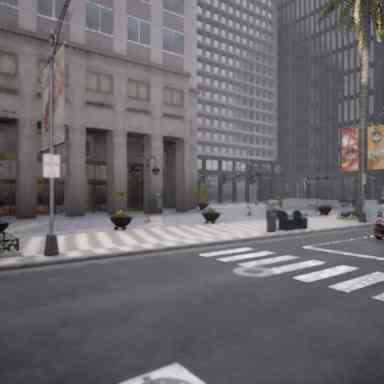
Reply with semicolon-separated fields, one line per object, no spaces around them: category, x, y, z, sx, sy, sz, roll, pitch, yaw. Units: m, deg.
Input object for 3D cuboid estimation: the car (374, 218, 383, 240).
car;10.599;1.472;15.807;5.008;1.535;1.882;0;0;-36
